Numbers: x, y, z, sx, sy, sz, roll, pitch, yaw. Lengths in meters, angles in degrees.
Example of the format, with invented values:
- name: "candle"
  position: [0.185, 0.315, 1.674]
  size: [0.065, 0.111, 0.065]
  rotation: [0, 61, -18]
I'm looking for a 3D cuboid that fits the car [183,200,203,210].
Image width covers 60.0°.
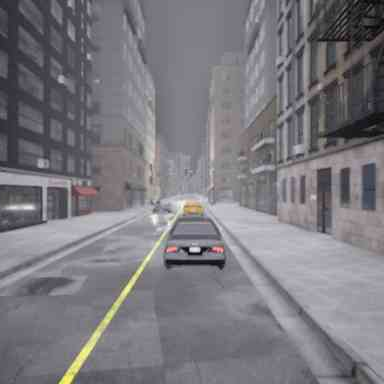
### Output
- name: "car"
  position: [0.103, 1.513, 32.562]
  size: [1.882, 1.535, 5.008]
  rotation: [0, 0, 0]

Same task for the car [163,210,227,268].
- name: "car"
  position: [0.088, 1.561, 11.236]
  size: [2.033, 1.411, 5.357]
  rotation: [0, 0, 0]

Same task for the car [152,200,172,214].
- name: "car"
  position: [-3.089, 1.564, 35.557]
  size: [1.812, 1.442, 4.674]
  rotation: [0, 0, 0]
